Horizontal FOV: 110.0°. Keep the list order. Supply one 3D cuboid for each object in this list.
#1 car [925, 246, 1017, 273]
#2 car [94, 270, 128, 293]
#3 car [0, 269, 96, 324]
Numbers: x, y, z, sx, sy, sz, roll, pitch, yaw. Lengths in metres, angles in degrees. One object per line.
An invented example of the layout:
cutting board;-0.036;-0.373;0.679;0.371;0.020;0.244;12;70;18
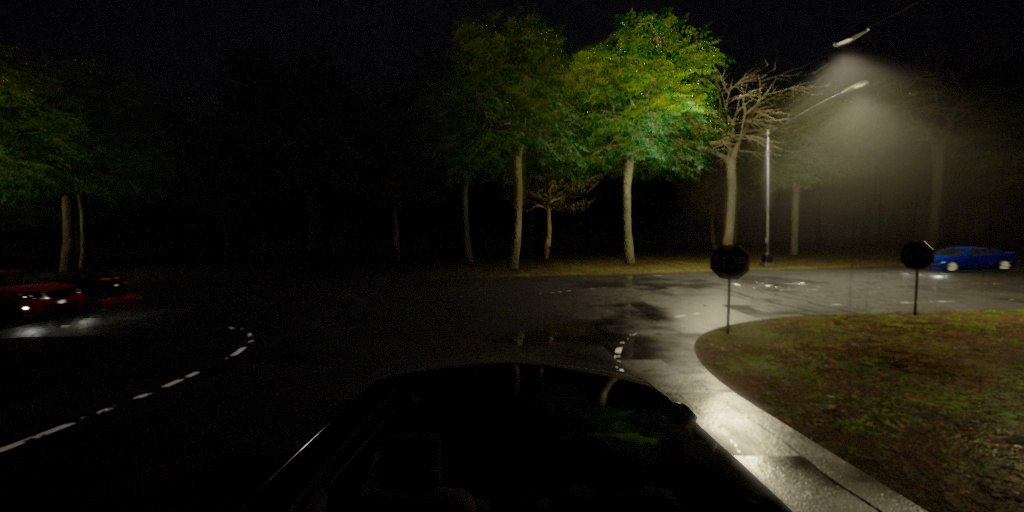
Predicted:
car;27.403;0.174;21.902;5.008;1.535;1.882;-3;3;0
car;-26.272;1.615;21.593;4.902;1.511;2.128;-1;3;0
car;-21.177;1.583;14.632;5.566;2.045;2.150;-1;3;0
